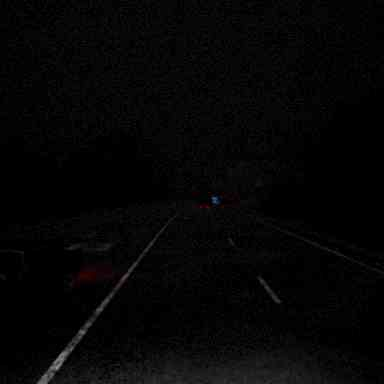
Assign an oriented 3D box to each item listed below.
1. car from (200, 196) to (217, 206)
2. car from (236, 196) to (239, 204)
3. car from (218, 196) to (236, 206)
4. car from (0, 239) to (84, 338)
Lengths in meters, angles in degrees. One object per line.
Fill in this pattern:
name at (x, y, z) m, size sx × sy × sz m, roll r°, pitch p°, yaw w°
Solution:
car at (2.487, 1.504, 56.689) m, size 2.128 × 1.511 × 4.902 m, roll 0°, pitch 0°, yaw 10°
car at (8.174, 1.530, 66.227) m, size 1.837 × 1.490 × 4.892 m, roll 0°, pitch 0°, yaw 15°
car at (5.968, 1.493, 56.294) m, size 1.882 × 1.535 × 5.008 m, roll 0°, pitch 0°, yaw 10°
car at (-3.538, 1.586, 5.771) m, size 1.895 × 1.301 × 4.718 m, roll 0°, pitch 0°, yaw 0°
